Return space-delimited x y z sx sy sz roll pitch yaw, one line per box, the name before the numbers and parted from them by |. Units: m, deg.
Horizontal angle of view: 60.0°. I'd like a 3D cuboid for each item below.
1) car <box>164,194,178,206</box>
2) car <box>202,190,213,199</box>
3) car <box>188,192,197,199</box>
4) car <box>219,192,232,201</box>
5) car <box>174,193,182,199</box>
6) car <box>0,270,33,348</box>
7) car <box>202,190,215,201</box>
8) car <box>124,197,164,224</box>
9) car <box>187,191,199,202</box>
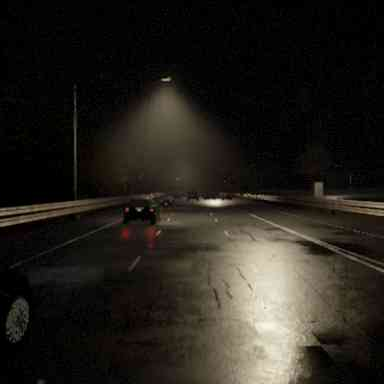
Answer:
car | -3.360 1.258 45.646 1.895 1.301 4.718 0 0 0
car | 3.573 0.486 77.752 2.150 2.045 5.566 0 0 0
car | 0.072 0.783 77.899 2.097 1.767 4.553 0 0 0
car | 7.064 1.093 67.749 1.895 1.301 4.718 0 0 0
car | -3.427 0.904 78.145 1.882 1.535 5.008 0 0 0
car | -3.397 1.463 3.297 2.128 1.511 4.902 0 0 0
car | 3.564 0.849 67.690 2.097 1.767 4.553 0 0 0
car | -3.379 1.173 23.428 2.097 1.767 4.553 0 0 0
car | 0.158 0.750 63.376 2.150 2.045 5.566 0 0 0
